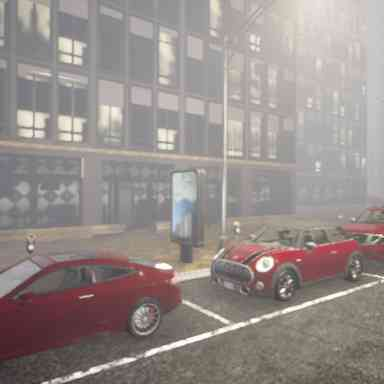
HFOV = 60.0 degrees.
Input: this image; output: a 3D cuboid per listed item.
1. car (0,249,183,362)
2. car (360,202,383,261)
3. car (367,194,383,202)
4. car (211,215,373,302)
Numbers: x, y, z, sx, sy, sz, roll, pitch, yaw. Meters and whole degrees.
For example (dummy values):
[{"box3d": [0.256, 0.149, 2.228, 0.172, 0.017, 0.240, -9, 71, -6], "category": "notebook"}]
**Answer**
[{"box3d": [-2.103, 1.590, 5.061, 4.206, 1.307, 1.802, 0, 0, -35], "category": "car"}, {"box3d": [6.937, 1.399, 11.509, 5.009, 1.841, 2.192, 0, 0, -35], "category": "car"}, {"box3d": [28.573, 1.222, 53.566, 2.192, 1.841, 5.009, 2, 0, -36], "category": "car"}, {"box3d": [2.417, 1.486, 8.286, 4.097, 1.590, 1.967, 0, 0, -35], "category": "car"}]
